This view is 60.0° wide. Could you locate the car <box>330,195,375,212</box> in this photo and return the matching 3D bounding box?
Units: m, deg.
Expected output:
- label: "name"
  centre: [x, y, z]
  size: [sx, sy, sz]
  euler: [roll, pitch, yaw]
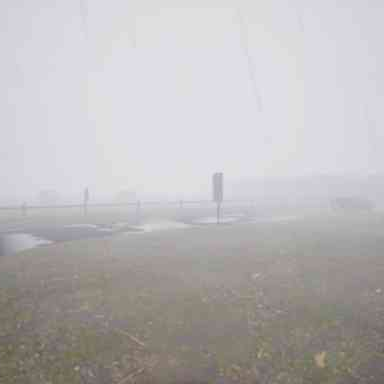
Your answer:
- label: "car"
  centre: [14.359, 1.018, 29.650]
  size: [4.892, 1.490, 1.837]
  euler: [0, 0, -34]
